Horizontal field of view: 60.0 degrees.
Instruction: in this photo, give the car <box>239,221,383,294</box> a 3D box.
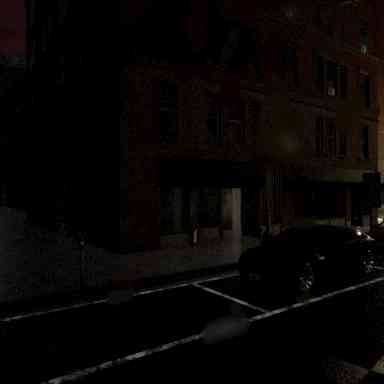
[{"bbox_3d":[3.185,1.565,8.816,4.313,1.339,1.947,0,0,-36],"label":"car"}]
